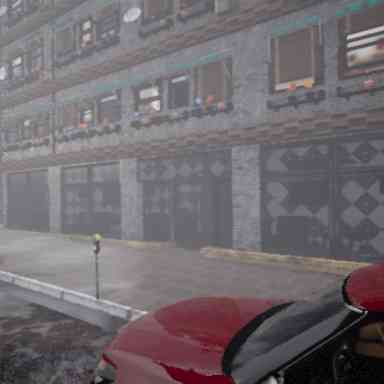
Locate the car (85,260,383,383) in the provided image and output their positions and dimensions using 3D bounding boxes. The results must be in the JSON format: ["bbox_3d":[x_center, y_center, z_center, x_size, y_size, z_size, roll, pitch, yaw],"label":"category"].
[{"bbox_3d":[1.556,1.315,1.786,5.009,1.841,2.192,0,-1,36],"label":"car"}]
